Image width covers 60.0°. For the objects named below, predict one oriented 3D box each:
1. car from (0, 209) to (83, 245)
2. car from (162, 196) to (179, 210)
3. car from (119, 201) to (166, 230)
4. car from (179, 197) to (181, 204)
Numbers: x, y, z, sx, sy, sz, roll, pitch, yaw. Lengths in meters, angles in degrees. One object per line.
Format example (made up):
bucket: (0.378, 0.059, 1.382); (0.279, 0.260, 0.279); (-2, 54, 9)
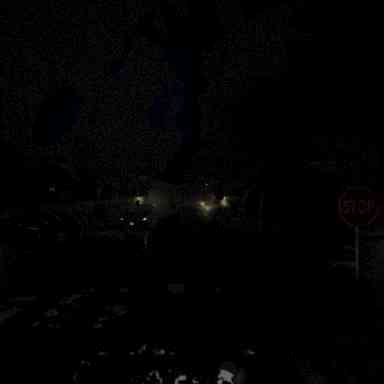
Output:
car: (-7.297, 1.514, 14.390); (4.892, 1.490, 1.837); (0, 1, -25)
car: (-3.049, 1.523, 42.695); (1.882, 1.535, 5.008); (0, 0, 0)
car: (-3.183, 1.525, 21.319); (1.812, 1.442, 4.674); (0, 0, 7)
car: (-3.219, 1.634, 67.077); (2.128, 1.511, 4.902); (0, 0, 0)
